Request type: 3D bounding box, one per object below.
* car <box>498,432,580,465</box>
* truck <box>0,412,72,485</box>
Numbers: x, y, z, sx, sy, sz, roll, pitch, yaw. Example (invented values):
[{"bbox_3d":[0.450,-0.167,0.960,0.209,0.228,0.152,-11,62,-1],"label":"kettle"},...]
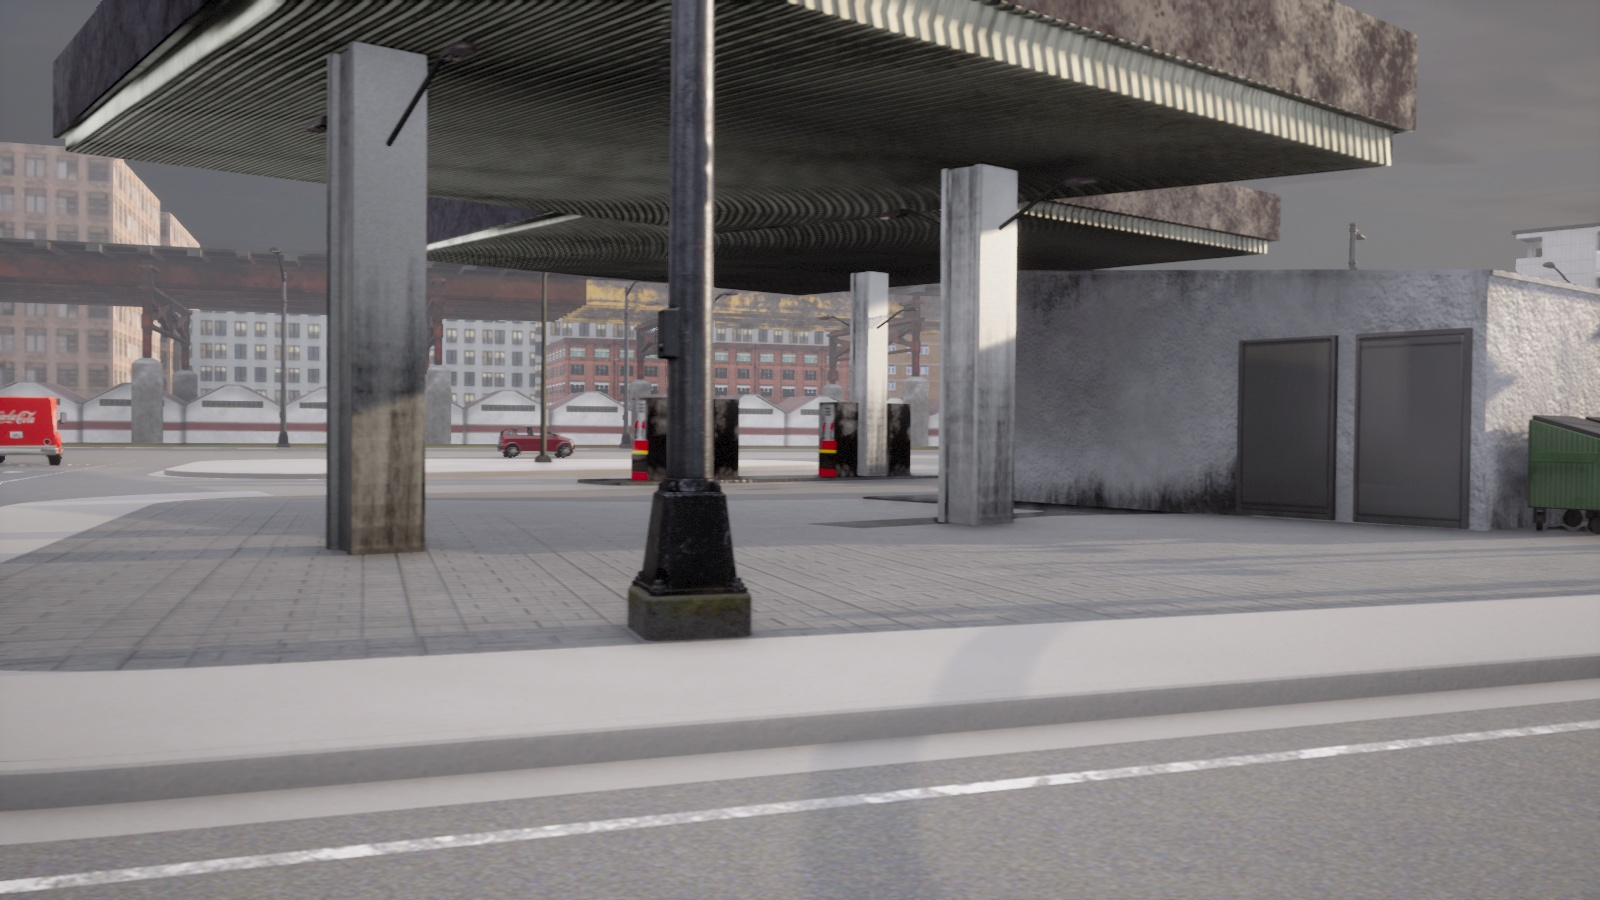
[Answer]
[{"bbox_3d":[-12.776,-0.102,61.401,3.705,1.549,1.789,-1,1,-19],"label":"car"},{"bbox_3d":[-28.188,-0.101,45.655,2.627,2.467,5.204,-2,2,-27],"label":"truck"}]
